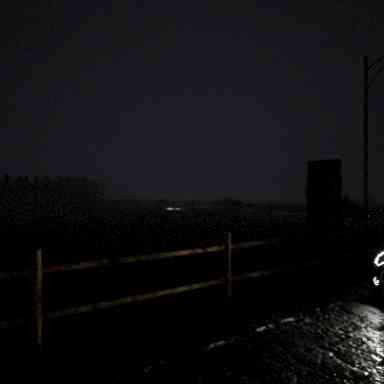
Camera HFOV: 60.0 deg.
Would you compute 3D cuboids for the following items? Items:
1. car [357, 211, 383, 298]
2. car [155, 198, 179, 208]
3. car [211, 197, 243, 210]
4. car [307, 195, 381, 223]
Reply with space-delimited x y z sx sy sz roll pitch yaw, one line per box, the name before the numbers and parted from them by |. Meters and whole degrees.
car | 5.871 1.371 7.346 4.553 1.767 2.097 0 0 -37
car | -3.600 1.513 47.600 1.994 1.385 4.181 -1 0 -35
car | 4.453 1.436 42.634 2.128 1.511 4.902 -1 1 -35
car | 11.736 1.245 25.992 2.150 2.045 5.566 -1 0 -35
